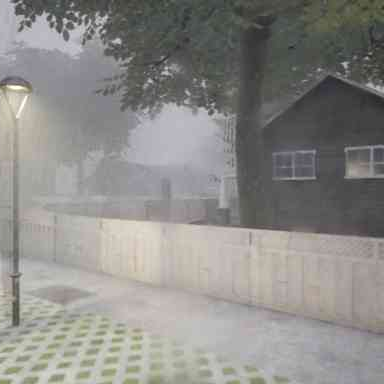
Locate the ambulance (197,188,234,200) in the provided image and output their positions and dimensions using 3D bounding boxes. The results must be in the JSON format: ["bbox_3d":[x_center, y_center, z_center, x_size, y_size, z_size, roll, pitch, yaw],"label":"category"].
[{"bbox_3d":[3.015,0.766,42.698,2.351,2.431,6.366,0,0,36],"label":"ambulance"}]
